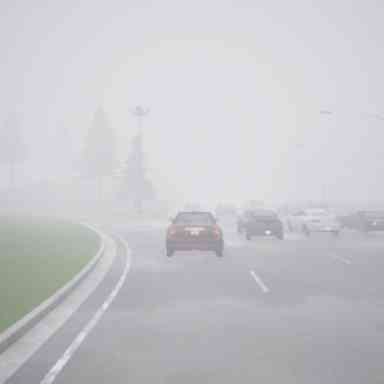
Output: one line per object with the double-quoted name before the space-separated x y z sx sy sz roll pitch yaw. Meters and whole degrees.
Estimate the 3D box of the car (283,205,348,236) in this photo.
"car" 7.079 1.709 19.648 1.812 1.442 4.674 0 -1 0

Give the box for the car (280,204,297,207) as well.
"car" 10.591 1.940 36.373 1.895 1.301 4.718 0 -1 0

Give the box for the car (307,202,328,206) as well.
"car" 14.089 1.859 38.001 1.837 1.490 4.892 0 -1 0

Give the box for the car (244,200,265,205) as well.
"car" 7.089 1.702 37.650 2.097 1.767 4.553 0 -1 0

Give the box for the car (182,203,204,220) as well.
"car" 0.091 1.850 32.571 2.033 1.411 5.357 0 -1 0

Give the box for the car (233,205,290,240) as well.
"car" 3.594 1.674 18.138 1.837 1.490 4.892 0 -1 0

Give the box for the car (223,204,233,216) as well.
"car" 3.590 1.939 36.370 1.895 1.301 4.718 0 -1 0

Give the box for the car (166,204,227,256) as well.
"car" 0.095 1.482 13.877 2.097 1.767 4.553 0 -1 0

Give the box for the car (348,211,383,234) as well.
"car" 10.594 1.792 20.416 1.895 1.301 4.718 0 -1 0
